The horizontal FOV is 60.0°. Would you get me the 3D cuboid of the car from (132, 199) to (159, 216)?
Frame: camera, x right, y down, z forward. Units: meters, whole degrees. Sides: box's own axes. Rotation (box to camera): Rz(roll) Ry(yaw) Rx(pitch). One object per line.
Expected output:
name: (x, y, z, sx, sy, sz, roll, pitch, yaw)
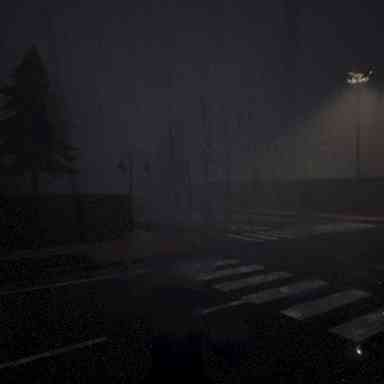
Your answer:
car: (-4.983, 1.386, 31.928, 2.128, 1.511, 4.902, 0, 0, -35)
